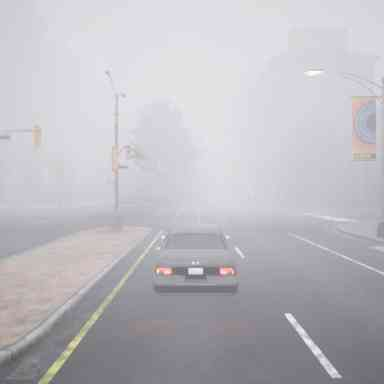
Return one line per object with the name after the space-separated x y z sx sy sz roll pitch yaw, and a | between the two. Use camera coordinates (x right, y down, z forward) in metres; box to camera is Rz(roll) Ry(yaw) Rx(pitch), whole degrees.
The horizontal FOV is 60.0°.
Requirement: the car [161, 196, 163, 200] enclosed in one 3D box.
-7.894 1.502 78.217 1.812 1.442 4.674 0 0 0 | car

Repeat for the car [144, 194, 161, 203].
-7.927 1.545 67.569 1.994 1.385 4.181 0 0 0 | car

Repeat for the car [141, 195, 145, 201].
-11.396 1.504 76.906 2.128 1.511 4.902 0 0 0 | car

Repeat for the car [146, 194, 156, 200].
-11.375 1.314 92.235 2.097 1.767 4.553 0 0 0 | car

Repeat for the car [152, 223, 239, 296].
0.086 1.545 8.801 2.033 1.411 5.357 0 0 0 | car

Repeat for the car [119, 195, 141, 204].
-11.473 1.474 61.790 2.128 1.511 4.902 0 0 1 | car

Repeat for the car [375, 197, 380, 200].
38.041 1.461 70.773 2.231 1.521 4.892 0 0 0 | car
